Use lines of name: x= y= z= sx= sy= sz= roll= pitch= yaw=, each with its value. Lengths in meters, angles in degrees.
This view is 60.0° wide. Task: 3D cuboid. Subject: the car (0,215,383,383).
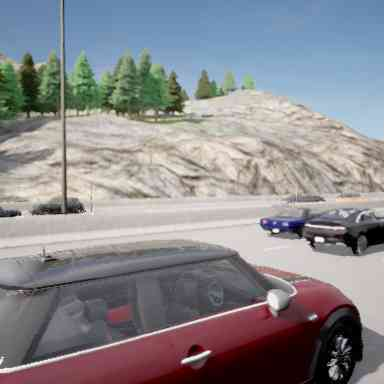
car: x=-0.105 y=1.329 z=3.683 sx=4.553 sy=1.767 sz=2.097 roll=-1 pitch=0 yaw=-36

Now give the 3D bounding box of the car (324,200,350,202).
car: x=17.832 y=0.919 z=38.365 sx=4.553 sy=1.767 sz=2.097 roll=-1 pitch=0 yaw=-36

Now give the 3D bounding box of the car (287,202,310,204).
car: x=14.038 y=1.099 z=39.951 sx=4.892 sy=1.490 sz=1.837 roll=0 pitch=0 yaw=-36

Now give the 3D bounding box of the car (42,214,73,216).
car: x=-12.095 y=1.266 z=29.790 sx=4.553 sy=1.767 sz=2.097 roll=-1 pitch=1 yaw=-36

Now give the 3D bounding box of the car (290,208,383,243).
car: x=6.230 y=1.347 z=12.545 sx=4.902 sy=1.511 sz=2.128 roll=-1 pitch=0 yaw=-36

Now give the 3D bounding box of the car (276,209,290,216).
car: x=5.615 y=1.435 z=16.413 sx=4.718 sy=1.301 sz=1.895 roll=-1 pitch=0 yaw=-36
